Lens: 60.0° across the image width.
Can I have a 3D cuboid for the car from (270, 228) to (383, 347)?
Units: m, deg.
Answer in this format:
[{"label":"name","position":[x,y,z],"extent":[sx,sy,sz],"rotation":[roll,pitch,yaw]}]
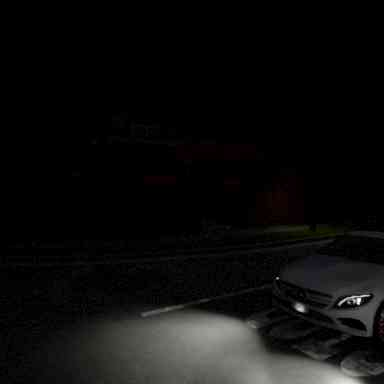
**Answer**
[{"label":"car","position":[3.569,1.455,6.295],"extent":[4.674,1.442,1.812],"rotation":[0,1,-34]}]
